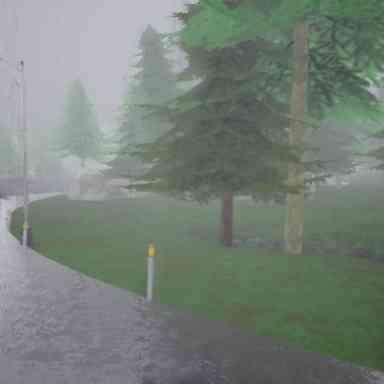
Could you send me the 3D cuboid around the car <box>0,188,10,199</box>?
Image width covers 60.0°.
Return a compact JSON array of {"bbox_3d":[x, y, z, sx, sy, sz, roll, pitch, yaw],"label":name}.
[{"bbox_3d":[-21.746,0.227,36.519,2.128,1.511,4.902,-3,4,-8],"label":"car"}]
